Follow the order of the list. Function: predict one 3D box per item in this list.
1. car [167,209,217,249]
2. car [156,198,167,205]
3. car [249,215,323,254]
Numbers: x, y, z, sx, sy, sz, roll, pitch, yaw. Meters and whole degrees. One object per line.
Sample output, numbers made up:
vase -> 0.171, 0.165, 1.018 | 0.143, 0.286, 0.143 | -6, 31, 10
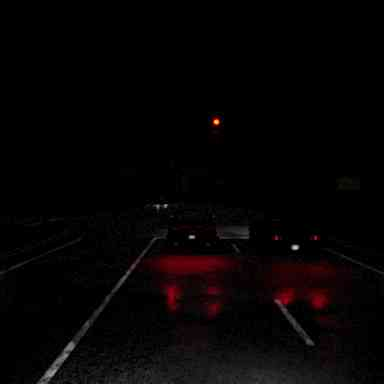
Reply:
car -> 0.022, 1.454, 14.379 | 1.882, 1.535, 5.008 | 0, 0, 1
car -> -6.115, 1.843, 66.561 | 1.812, 1.442, 4.674 | 0, -1, -10
car -> 3.515, 1.579, 13.455 | 1.895, 1.301, 4.718 | 0, 0, 1
